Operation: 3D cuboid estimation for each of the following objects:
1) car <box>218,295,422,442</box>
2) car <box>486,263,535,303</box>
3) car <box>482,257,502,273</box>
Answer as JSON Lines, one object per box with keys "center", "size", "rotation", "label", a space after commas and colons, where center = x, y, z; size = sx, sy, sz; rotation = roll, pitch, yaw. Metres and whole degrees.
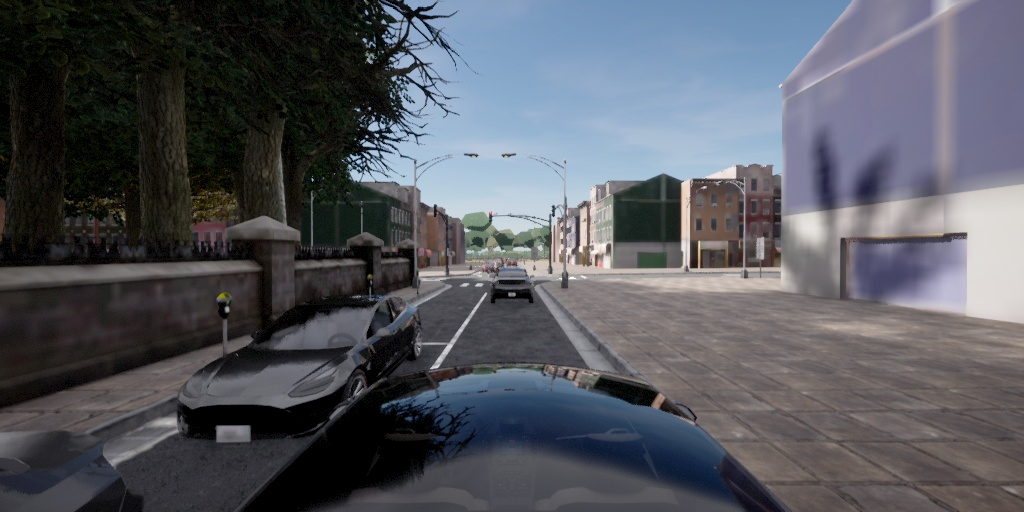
{"center": [-2.638, 1.314, 5.577], "size": [1.948, 1.339, 4.313], "rotation": [0, 0, 0], "label": "car"}
{"center": [0.000, 1.270, 16.501], "size": [1.837, 1.490, 4.892], "rotation": [0, 0, 0], "label": "car"}
{"center": [-2.638, 1.230, 43.896], "size": [1.967, 1.591, 4.097], "rotation": [0, 0, 0], "label": "car"}
